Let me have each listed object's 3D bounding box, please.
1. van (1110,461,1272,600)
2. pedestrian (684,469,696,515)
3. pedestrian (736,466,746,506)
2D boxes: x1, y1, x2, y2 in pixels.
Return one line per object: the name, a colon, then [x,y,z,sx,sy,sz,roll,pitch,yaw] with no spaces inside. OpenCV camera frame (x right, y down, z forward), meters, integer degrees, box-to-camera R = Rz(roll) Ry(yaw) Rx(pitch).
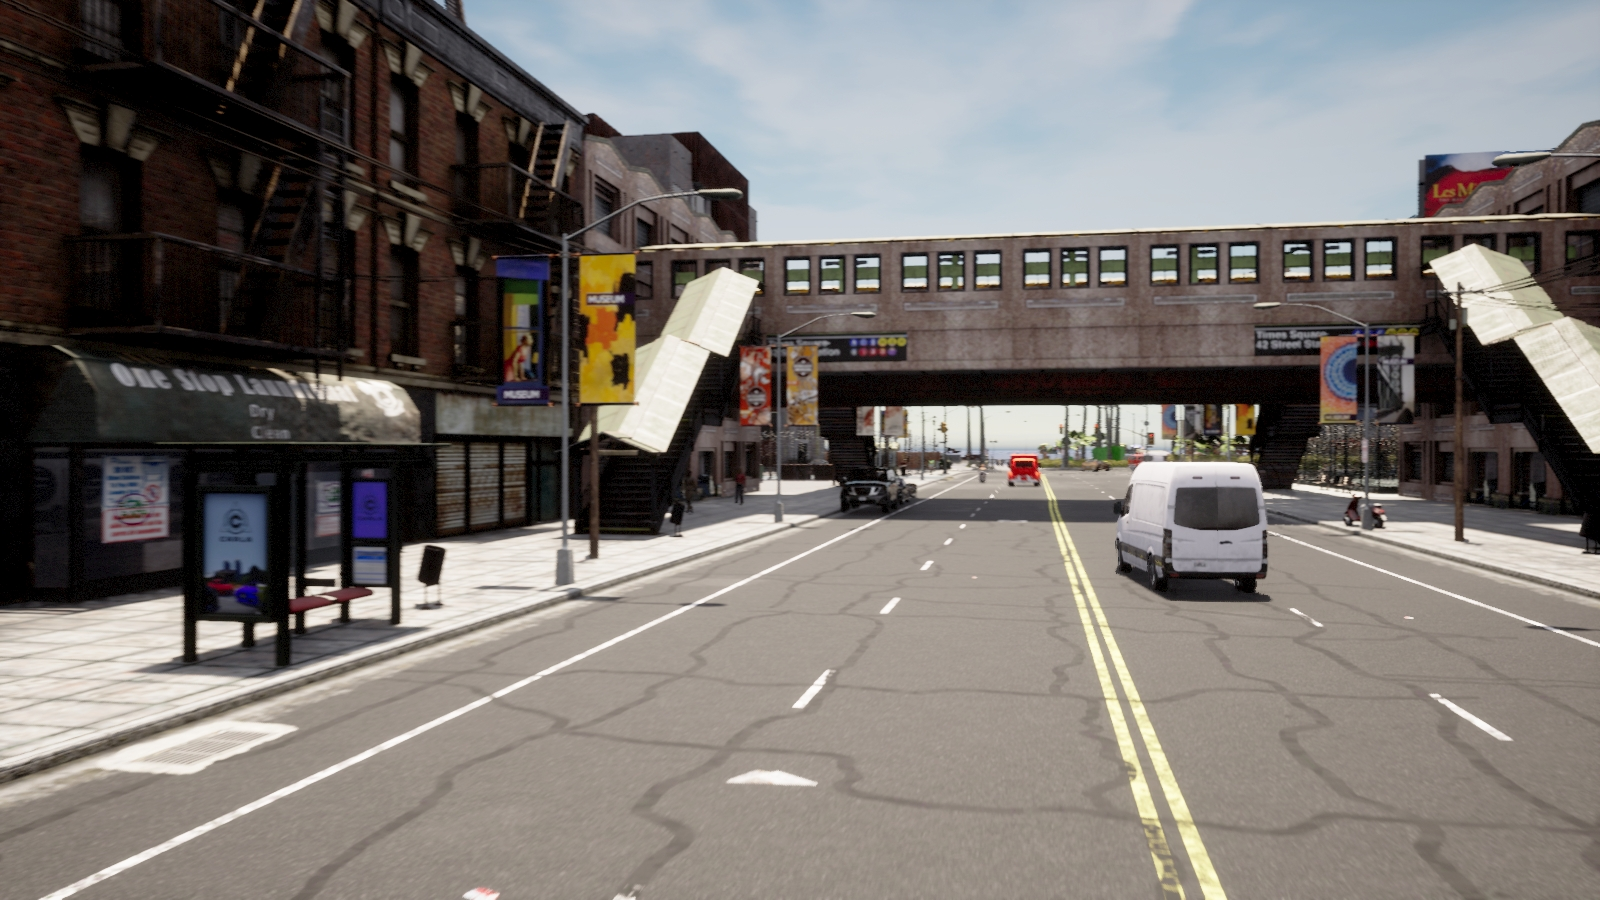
van: [8.175,1.540,24.517,1.988,2.561,5.915,0,0,6]
pedestrian: [-4.462,1.692,46.404,0.375,1.860,0.375,0,0,24]
pedestrian: [-2.810,1.693,54.139,0.375,1.860,0.375,0,0,17]
